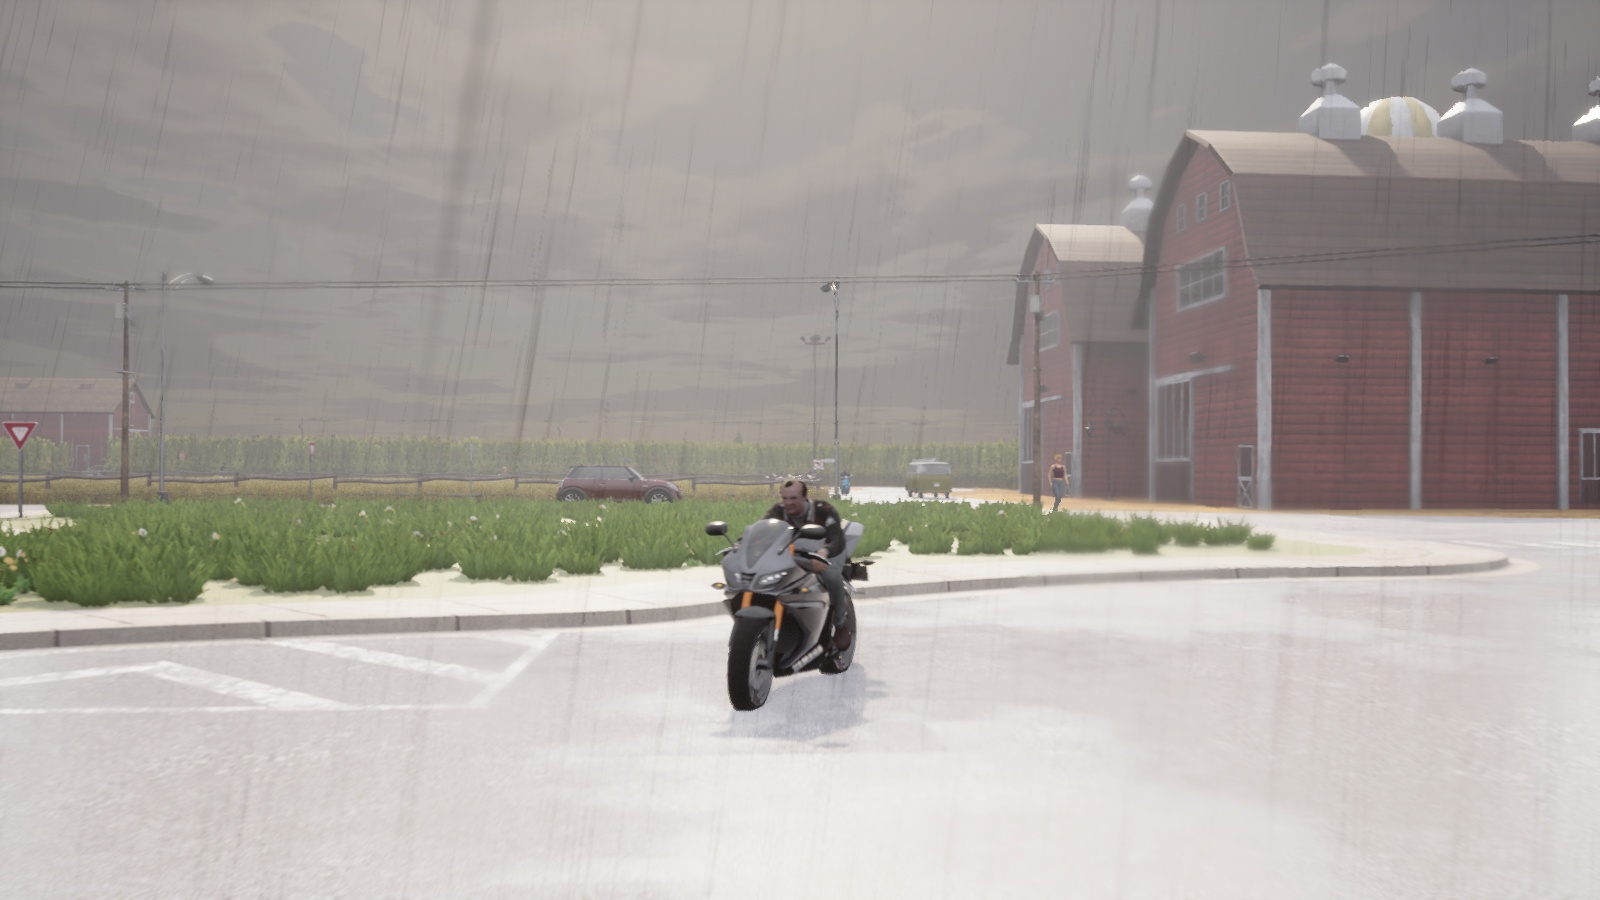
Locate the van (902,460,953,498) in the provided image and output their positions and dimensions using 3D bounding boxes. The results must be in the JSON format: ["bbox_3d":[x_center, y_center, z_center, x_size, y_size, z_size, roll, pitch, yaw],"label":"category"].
[{"bbox_3d":[6.939,1.564,68.536,1.775,1.987,4.442,0,-1,-8],"label":"van"}]

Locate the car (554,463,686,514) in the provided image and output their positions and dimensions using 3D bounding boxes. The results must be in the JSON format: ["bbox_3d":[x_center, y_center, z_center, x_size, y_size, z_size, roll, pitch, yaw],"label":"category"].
[{"bbox_3d":[-6.437,1.367,45.334,4.553,1.767,2.097,0,-1,-4],"label":"car"}]

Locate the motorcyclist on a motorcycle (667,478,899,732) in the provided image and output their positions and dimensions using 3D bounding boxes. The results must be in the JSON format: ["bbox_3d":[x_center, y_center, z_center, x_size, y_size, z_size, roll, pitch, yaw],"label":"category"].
[{"bbox_3d":[-0.042,0.980,8.915,0.866,1.530,2.191,0,-1,22],"label":"motorcyclist on a motorcycle"}]

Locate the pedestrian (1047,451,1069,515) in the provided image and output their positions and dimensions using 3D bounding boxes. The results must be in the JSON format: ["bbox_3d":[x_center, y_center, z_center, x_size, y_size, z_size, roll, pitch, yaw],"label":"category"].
[{"bbox_3d":[7.442,0.938,36.250,0.345,1.836,0.594,0,-1,-19],"label":"pedestrian"}]
